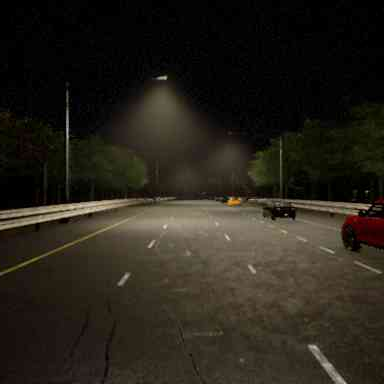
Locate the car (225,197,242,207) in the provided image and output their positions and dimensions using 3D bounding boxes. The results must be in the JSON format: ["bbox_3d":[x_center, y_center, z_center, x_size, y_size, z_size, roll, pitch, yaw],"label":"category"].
[{"bbox_3d":[7.109,1.636,55.671,1.882,1.535,5.008,0,-1,0],"label":"car"}]

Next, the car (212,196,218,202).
[{"bbox_3d":[7.378,2.229,94.420,1.895,1.301,4.718,0,-1,1],"label":"car"}]

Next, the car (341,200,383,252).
[{"bbox_3d":[7.013,1.225,10.843,2.150,2.045,5.566,0,0,0],"label":"car"}]

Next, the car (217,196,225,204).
[{"bbox_3d":[7.212,1.854,73.375,1.837,1.490,4.892,0,-1,0],"label":"car"}]

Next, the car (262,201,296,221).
[{"bbox_3d":[7.014,1.506,27.153,2.128,1.511,4.902,0,0,0],"label":"car"}]
